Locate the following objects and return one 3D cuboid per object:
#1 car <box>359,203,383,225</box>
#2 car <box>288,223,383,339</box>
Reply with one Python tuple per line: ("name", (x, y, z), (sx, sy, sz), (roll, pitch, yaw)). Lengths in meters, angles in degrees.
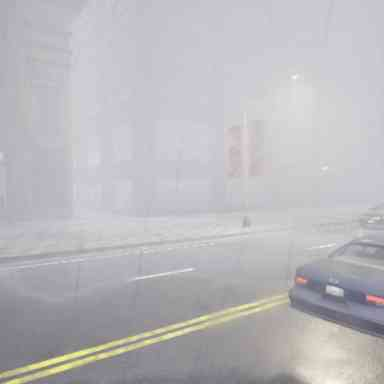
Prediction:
("car", (12.068, 1.389, 20.274), (4.674, 1.442, 1.812), (0, 0, -35))
("car", (4.170, 1.508, 6.417), (5.357, 1.411, 2.033), (0, 0, -36))
